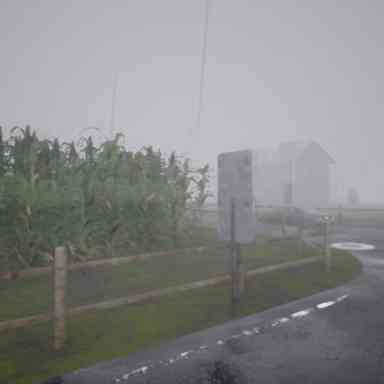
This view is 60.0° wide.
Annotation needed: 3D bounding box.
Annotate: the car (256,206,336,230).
[{"bbox_3d":[6.763,1.628,22.197,2.033,1.411,5.357,0,0,-35],"label":"car"}]
